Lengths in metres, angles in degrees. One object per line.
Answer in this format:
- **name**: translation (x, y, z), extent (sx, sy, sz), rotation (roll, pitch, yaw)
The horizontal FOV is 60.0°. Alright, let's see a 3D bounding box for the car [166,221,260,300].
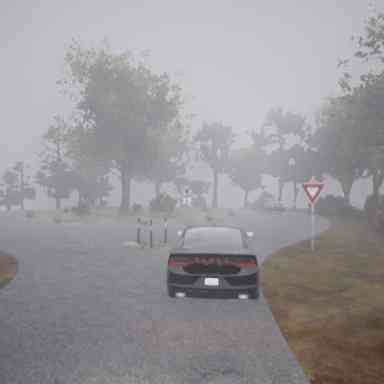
- **car**: translation (0.576, 1.470, 8.484), extent (1.882, 1.535, 5.008), rotation (0, 0, 5)

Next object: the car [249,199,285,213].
- **car**: translation (8.127, 1.517, 36.267), extent (2.033, 1.411, 5.357), rotation (0, 0, -14)
